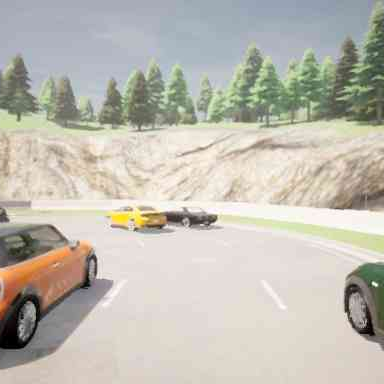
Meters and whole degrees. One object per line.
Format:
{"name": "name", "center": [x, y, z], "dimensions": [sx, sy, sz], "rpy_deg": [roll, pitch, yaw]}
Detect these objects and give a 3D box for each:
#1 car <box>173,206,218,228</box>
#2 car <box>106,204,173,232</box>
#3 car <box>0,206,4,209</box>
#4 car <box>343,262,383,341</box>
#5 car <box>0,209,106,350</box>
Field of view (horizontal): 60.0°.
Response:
{"name": "car", "center": [-0.559, 1.593, 22.154], "dimensions": [1.895, 1.301, 4.718], "rpy_deg": [0, 0, -40]}
{"name": "car", "center": [-3.536, 1.463, 20.247], "dimensions": [1.882, 1.535, 5.008], "rpy_deg": [1, -1, -39]}
{"name": "car", "center": [-14.019, 1.314, 20.584], "dimensions": [4.553, 1.767, 2.097], "rpy_deg": [0, 0, 0]}
{"name": "car", "center": [3.643, 1.359, 3.862], "dimensions": [2.097, 1.767, 4.553], "rpy_deg": [0, 0, 0]}
{"name": "car", "center": [-3.379, 1.342, 6.387], "dimensions": [2.097, 1.767, 4.553], "rpy_deg": [0, 0, 0]}
